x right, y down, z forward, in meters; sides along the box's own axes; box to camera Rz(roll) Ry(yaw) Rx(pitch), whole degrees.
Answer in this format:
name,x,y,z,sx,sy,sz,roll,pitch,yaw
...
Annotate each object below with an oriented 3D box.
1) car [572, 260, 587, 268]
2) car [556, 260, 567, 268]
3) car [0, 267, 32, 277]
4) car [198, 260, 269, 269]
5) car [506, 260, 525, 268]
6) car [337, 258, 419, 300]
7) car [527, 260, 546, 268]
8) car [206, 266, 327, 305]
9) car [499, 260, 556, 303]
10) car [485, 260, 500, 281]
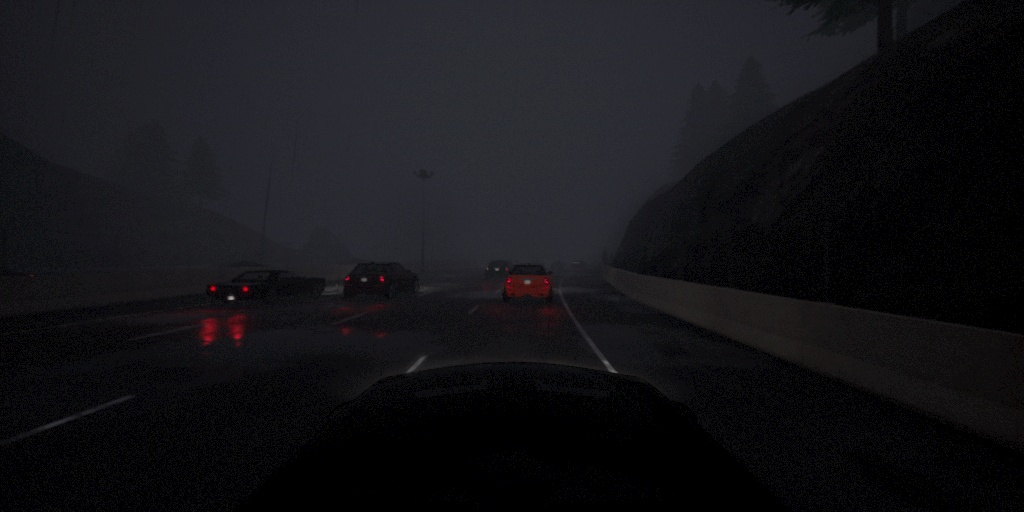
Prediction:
name,x,y,z,sx,sy,sz,roll,pitch,yaw
car,11.902,1.371,63.105,2.128,1.511,4.902,0,0,23
car,8.313,1.407,63.497,1.994,1.385,4.181,1,0,22
car,-24.043,1.067,15.509,1.994,1.385,4.181,1,0,4
car,-19.569,1.028,25.202,1.882,1.535,5.008,1,0,8
car,0.637,1.365,63.639,1.895,1.301,4.718,1,0,21
car,-6.168,1.040,17.526,2.097,1.767,4.553,1,0,5
car,4.411,1.404,63.702,1.895,1.301,4.718,1,0,22
car,-10.090,1.248,15.341,1.895,1.301,4.718,1,0,5
car,0.873,1.113,17.068,2.097,1.767,4.553,1,0,6
car,-0.819,1.097,30.171,2.097,1.767,4.553,1,0,10
